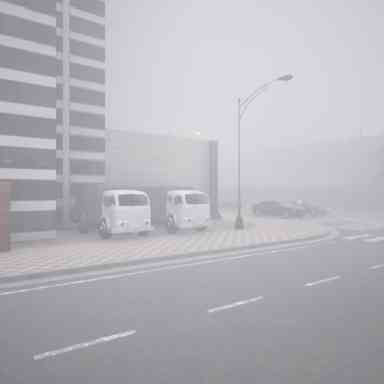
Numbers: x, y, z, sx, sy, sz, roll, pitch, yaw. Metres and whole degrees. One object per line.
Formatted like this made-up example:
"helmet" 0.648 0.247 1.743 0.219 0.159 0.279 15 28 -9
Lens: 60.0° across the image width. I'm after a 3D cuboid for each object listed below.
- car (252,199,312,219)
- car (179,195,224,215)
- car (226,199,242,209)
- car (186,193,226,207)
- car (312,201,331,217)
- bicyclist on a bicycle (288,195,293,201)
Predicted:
"car" 7.443 1.430 28.758 1.882 1.535 5.008 0 0 -36
"car" 1.006 1.430 37.720 1.882 1.535 5.008 0 0 -36
"car" 4.530 1.555 45.159 1.895 1.301 4.718 0 0 -36
"car" 1.700 1.306 42.755 2.097 1.767 4.553 0 0 -36
"car" 10.373 1.444 30.677 2.128 1.511 4.902 0 0 -36
"bicyclist on a bicycle" 13.378 1.258 45.321 1.656 1.620 0.582 0 0 -36
